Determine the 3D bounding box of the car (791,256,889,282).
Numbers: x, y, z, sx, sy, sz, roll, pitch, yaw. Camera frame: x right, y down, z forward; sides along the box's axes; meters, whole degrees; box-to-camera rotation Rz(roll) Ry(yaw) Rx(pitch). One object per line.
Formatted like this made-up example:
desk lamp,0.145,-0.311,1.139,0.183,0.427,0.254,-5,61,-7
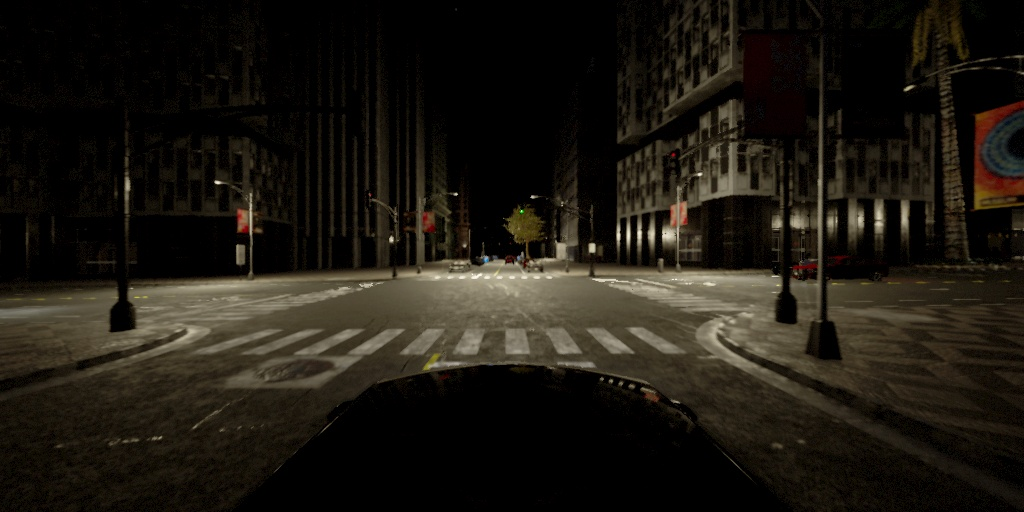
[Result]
car,19.663,0.759,21.664,5.008,1.535,1.882,-1,0,0

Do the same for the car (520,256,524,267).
car,2.476,1.080,51.196,1.888,1.381,4.507,0,0,-1

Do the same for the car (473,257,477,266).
car,-5.996,1.111,45.226,2.007,1.370,4.403,0,0,-1

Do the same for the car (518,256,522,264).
car,2.427,1.064,56.640,2.007,1.370,4.403,0,0,-1

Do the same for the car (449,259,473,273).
car,-5.951,1.132,40.234,2.007,1.370,4.403,0,0,-1

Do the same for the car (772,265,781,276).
car,20.978,0.838,24.922,4.718,1.301,1.895,-1,0,0

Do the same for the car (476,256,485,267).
car,-6.127,1.067,59.797,1.948,1.339,4.313,0,0,-1

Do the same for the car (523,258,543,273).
car,2.573,1.131,40.307,2.007,1.370,4.403,0,0,-1
